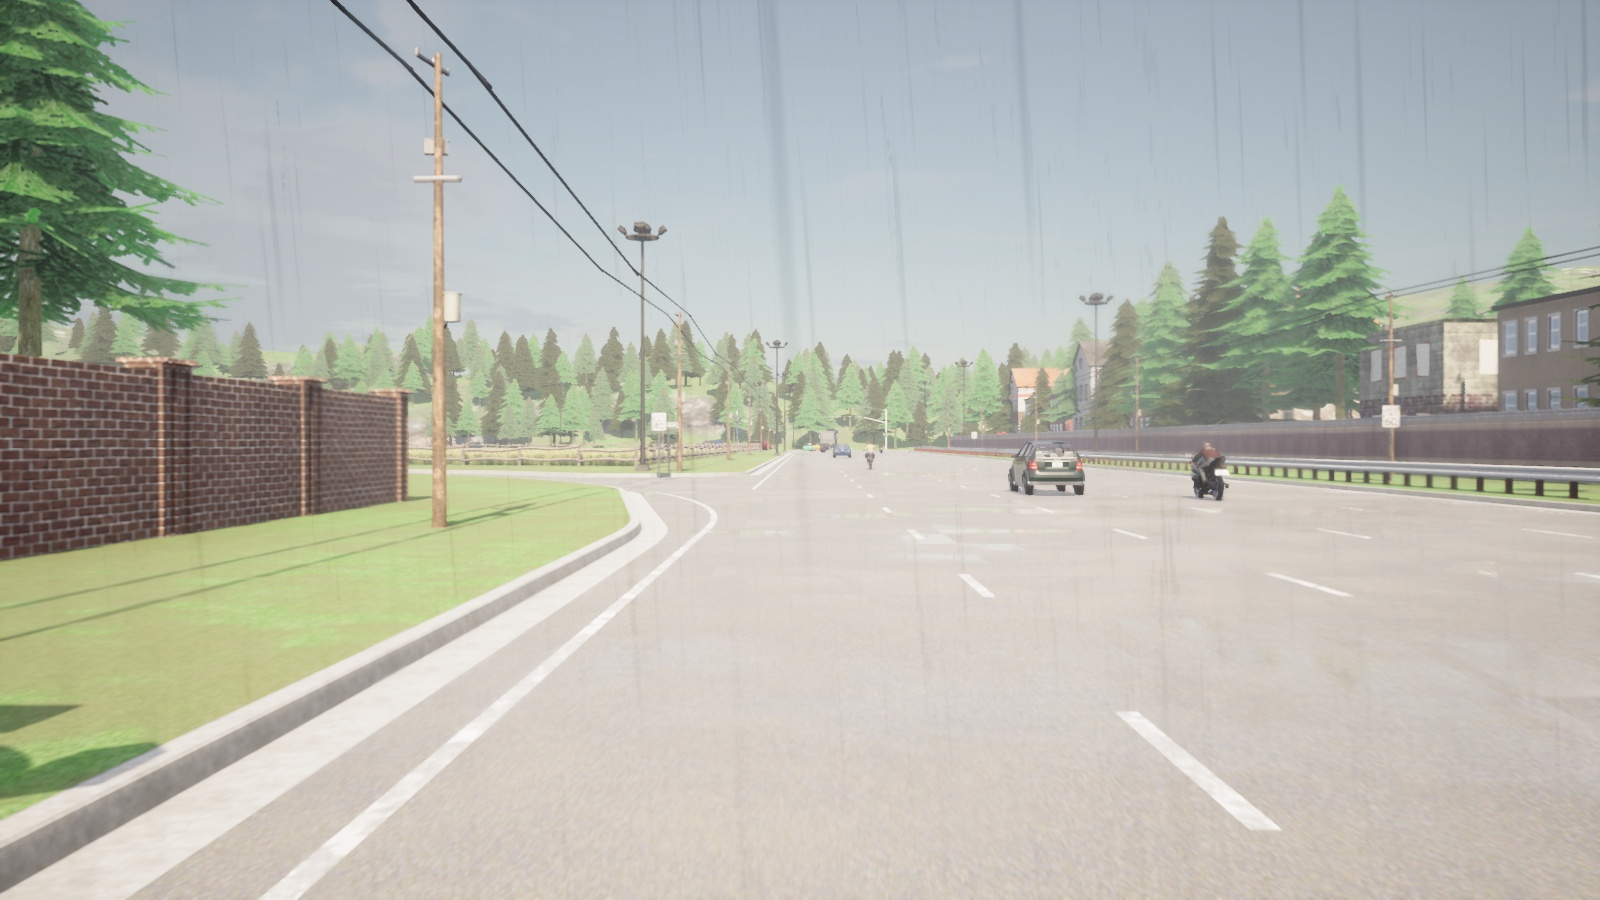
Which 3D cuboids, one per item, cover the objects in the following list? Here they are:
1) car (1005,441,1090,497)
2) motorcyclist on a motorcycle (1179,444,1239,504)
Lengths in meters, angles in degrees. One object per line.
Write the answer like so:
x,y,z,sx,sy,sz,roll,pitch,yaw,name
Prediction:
7.227,0.520,37.044,1.789,1.549,3.705,0,0,0,car
10.704,0.604,32.914,0.866,1.530,2.191,0,0,0,motorcyclist on a motorcycle
